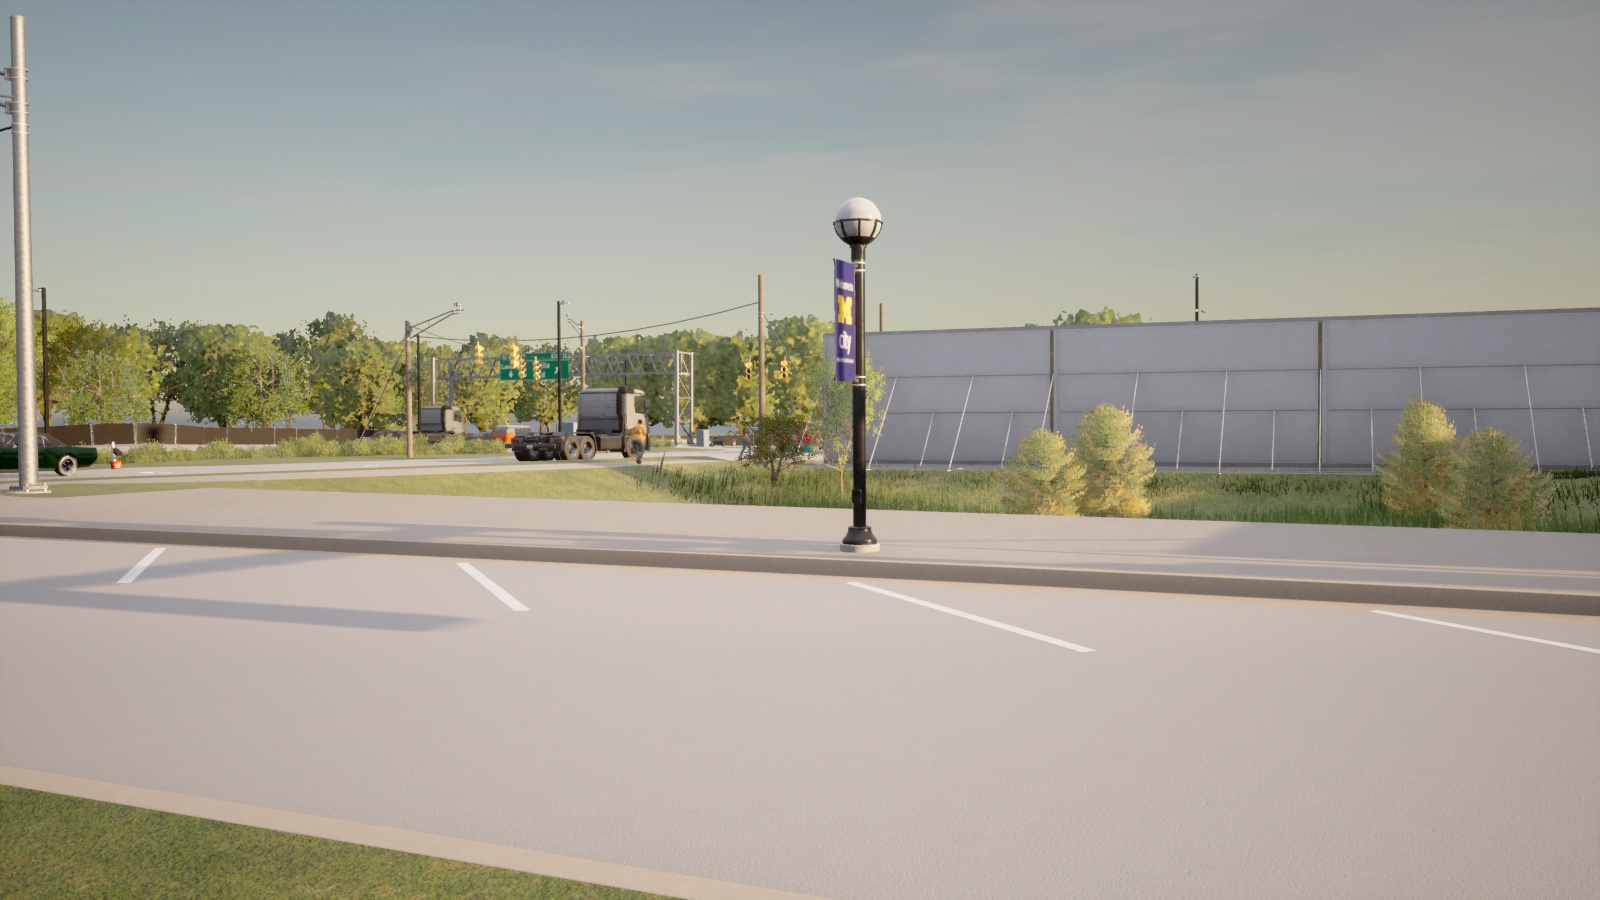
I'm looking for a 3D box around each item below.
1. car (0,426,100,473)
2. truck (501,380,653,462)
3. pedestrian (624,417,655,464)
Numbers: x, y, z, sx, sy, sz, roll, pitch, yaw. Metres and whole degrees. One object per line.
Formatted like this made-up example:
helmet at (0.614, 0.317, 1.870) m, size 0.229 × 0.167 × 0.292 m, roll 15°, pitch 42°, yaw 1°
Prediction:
car at (-22.837, -0.021, 35.986) m, size 1.895 × 1.301 × 4.718 m, roll 1°, pitch 1°, yaw 22°
truck at (-9.986, -1.306, 57.263) m, size 2.891 × 3.462 × 7.936 m, roll 1°, pitch 1°, yaw 24°
pedestrian at (-6.453, -0.404, 50.482) m, size 0.874 × 1.855 × 0.900 m, roll 1°, pitch 2°, yaw 24°
